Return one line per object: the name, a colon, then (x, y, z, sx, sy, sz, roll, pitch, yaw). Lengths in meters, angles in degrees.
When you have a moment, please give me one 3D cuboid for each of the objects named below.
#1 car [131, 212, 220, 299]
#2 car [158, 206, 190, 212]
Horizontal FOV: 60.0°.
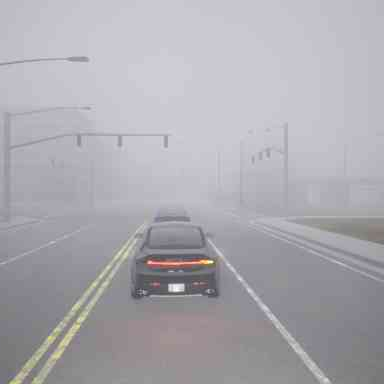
car: (-0.442, 1.505, 8.503, 1.837, 1.490, 4.892, 0, 0, -4)
car: (-1.079, 1.478, 17.976, 1.882, 1.535, 5.008, 0, 0, -4)
